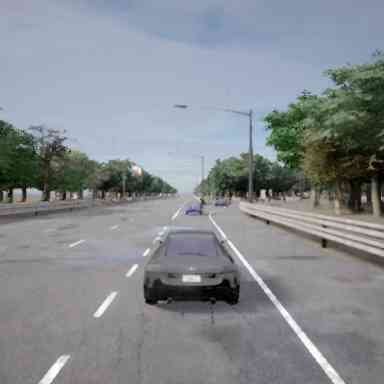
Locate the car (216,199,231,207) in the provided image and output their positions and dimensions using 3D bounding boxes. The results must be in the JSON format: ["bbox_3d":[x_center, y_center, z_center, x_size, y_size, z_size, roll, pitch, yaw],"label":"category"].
[{"bbox_3d":[5.692,1.924,60.222,1.994,1.385,4.181,0,0,21],"label":"car"}]

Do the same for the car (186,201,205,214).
[{"bbox_3d":[0.414,1.775,37.932,2.033,1.411,5.357,0,0,6],"label":"car"}]

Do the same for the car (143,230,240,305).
[{"bbox_3d":[-0.006,1.617,8.292,1.994,1.385,4.181,0,0,0],"label":"car"}]
